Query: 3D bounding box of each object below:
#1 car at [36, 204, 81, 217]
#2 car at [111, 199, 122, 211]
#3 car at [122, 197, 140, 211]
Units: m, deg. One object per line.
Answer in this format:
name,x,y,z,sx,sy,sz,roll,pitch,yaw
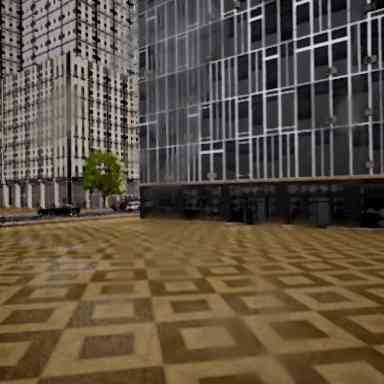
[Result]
car,-15.378,2.096,38.470,1.895,1.301,4.718,-1,-1,35
car,-9.985,1.903,50.874,2.192,1.841,5.009,-1,-1,35
car,-7.384,1.765,50.051,2.150,2.045,5.566,-1,1,35
